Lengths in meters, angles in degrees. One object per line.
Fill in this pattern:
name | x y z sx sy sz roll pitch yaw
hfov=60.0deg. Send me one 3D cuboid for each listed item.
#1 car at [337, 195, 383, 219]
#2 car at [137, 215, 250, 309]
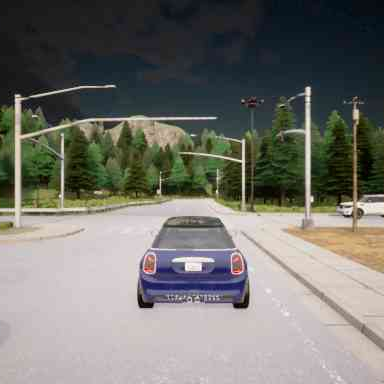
car | 15.541 1.249 28.654 5.566 2.045 2.150 0 0 1
car | 0.042 1.349 8.050 2.097 1.767 4.553 0 0 0
